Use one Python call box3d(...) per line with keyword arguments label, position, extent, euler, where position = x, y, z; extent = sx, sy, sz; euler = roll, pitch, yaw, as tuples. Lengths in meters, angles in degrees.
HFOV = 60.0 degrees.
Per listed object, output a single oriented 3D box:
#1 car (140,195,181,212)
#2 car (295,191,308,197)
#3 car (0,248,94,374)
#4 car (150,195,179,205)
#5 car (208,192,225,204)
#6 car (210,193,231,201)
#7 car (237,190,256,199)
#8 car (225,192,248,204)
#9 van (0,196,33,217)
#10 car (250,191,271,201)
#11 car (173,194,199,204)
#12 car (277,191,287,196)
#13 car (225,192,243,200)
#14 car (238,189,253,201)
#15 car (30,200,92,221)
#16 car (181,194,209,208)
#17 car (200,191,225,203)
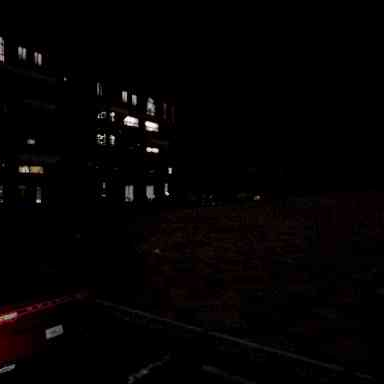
box3d(label="car", position=(-3.532, 1.301, 35.160), extent=(1.887, 1.381, 4.507), euler=(1, 2, 35))
box3d(label="car", position=(25.716, 0.436, 77.919), extent=(1.882, 1.535, 5.008), euler=(0, 1, 35))
box3d(label="car", position=(-3.496, 1.587, 5.367), extent=(4.507, 1.381, 1.887), euler=(-1, 0, 36))
box3d(label="car", position=(-4.067, 1.141, 49.090), extent=(1.947, 1.339, 4.313), euler=(1, 2, 35))
box3d(label="car", position=(2.352, 1.134, 48.357), extent=(1.895, 1.301, 4.718), euler=(0, 1, 35))
box3d(label="car", position=(5.455, 0.883, 62.817), extent=(1.947, 1.339, 4.313), euler=(1, 2, 35))
box3d(label="car", position=(11.806, 0.461, 71.963), extent=(2.192, 1.841, 5.009), euler=(1, 2, 35))
box3d(label="car", position=(5.992, 1.047, 48.888), extent=(2.008, 1.369, 4.403), euler=(1, 2, 35))
box3d(label="van", position=(-16.763, 1.263, 30.782), extent=(1.690, 1.788, 3.998), euler=(1, 2, 35))
box3d(label="car", position=(12.438, 0.848, 58.179), extent=(1.752, 1.417, 4.829), euler=(1, 2, 35))
box3d(label="car", position=(-0.893, 1.039, 53.665), extent=(2.008, 1.369, 4.403), euler=(1, 2, 35))
box3d(label="car", position=(24.500, 0.352, 90.271), extent=(1.887, 1.381, 4.507), euler=(1, 2, 35))
box3d(label="car", position=(8.533, 0.759, 67.252), extent=(1.752, 1.417, 4.829), euler=(1, 2, 35))
box3d(label="car", position=(9.942, 0.549, 59.320), extent=(2.150, 2.045, 5.566), euler=(0, 1, 35))
box3d(label="car", position=(-9.879, 1.496, 26.010), extent=(1.947, 1.339, 4.313), euler=(1, 2, 35))
box3d(label="car", position=(-0.357, 1.220, 39.736), extent=(2.008, 1.369, 4.403), euler=(1, 2, 35))
box3d(label="car", position=(3.503, 0.782, 55.333), extent=(2.097, 1.767, 4.553), euler=(0, 1, 35))
